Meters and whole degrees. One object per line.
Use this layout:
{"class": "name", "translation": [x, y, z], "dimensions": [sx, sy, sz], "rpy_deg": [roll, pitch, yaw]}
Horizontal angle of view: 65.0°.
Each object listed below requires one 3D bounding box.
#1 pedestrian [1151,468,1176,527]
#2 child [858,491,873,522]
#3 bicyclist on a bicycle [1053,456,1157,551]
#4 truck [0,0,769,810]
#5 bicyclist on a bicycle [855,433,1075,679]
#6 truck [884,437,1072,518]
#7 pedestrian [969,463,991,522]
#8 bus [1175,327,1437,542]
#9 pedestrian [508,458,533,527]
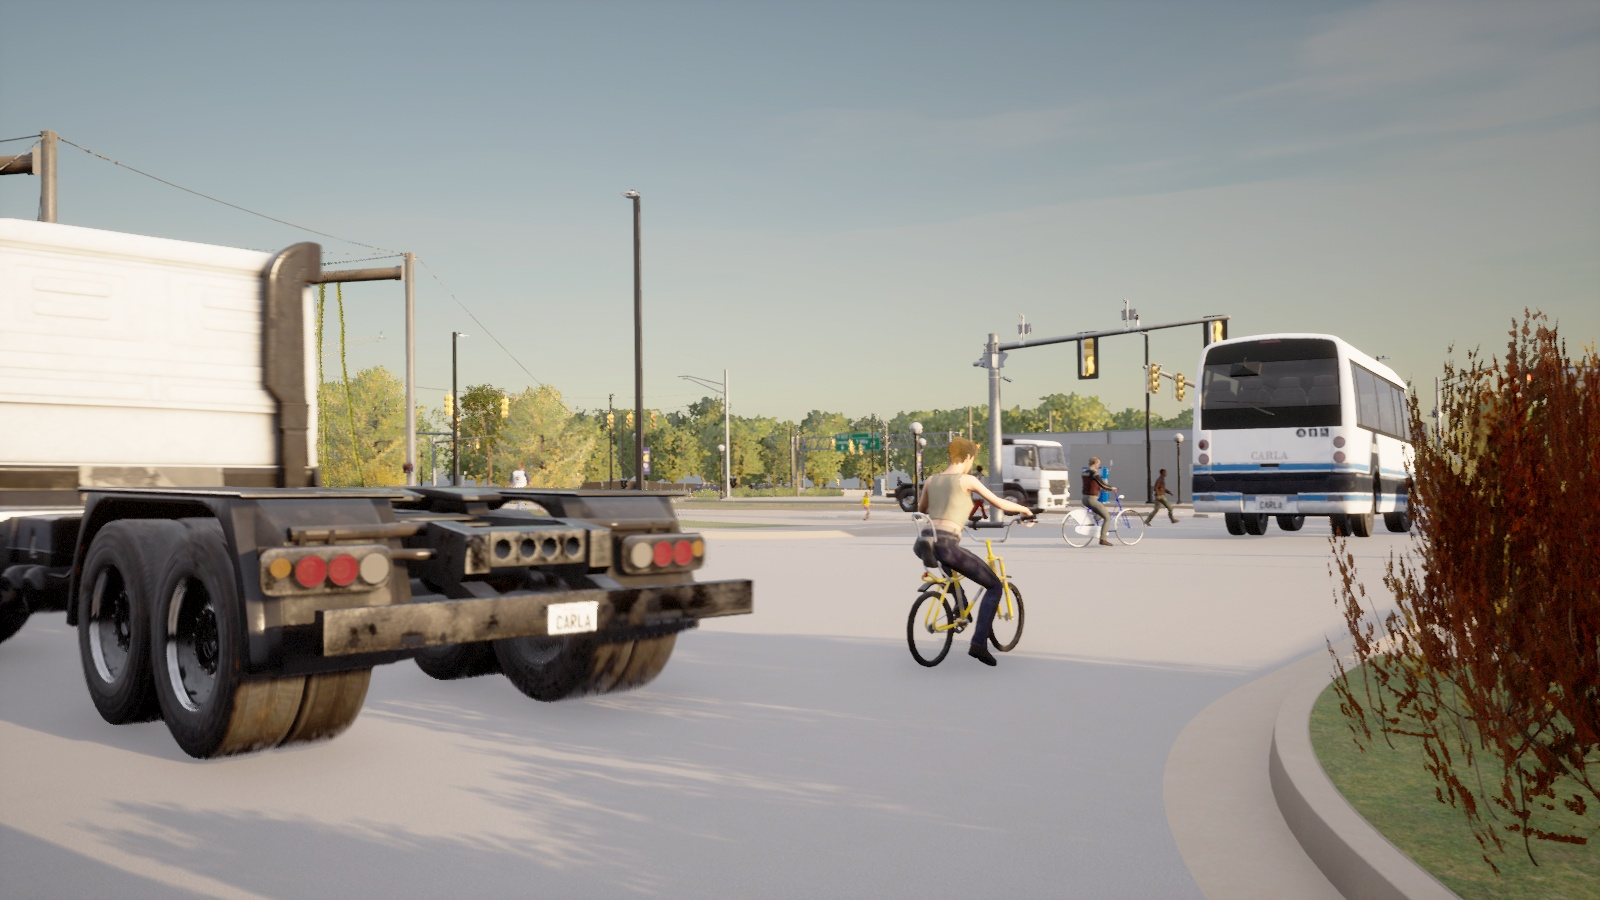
{"class": "pedestrian", "translation": [11.376, 1.478, 39.339], "dimensions": [0.703, 1.840, 0.431], "rpy_deg": [-1, -1, 15]}
{"class": "child", "translation": [2.448, 2.104, 47.128], "dimensions": [0.473, 1.160, 0.299], "rpy_deg": [-1, -1, 32]}
{"class": "bicyclist on a bicycle", "translation": [5.934, 1.022, 24.429], "dimensions": [1.843, 1.776, 0.659], "rpy_deg": [-1, -1, -17]}
{"class": "truck", "translation": [-4.089, -0.162, 9.056], "dimensions": [7.936, 3.462, 2.891], "rpy_deg": [-1, -2, 43]}
{"class": "bicyclist on a bicycle", "translation": [1.221, 0.713, 9.104], "dimensions": [0.866, 1.612, 1.509], "rpy_deg": [-2, -2, 42]}
{"class": "truck", "translation": [8.003, 1.177, 56.948], "dimensions": [7.936, 3.462, 2.891], "rpy_deg": [1, -1, 33]}
{"class": "pedestrian", "translation": [5.705, 1.339, 39.748], "dimensions": [0.614, 1.847, 0.353], "rpy_deg": [0, -1, -39]}
{"class": "bus", "translation": [12.524, -0.077, 30.257], "dimensions": [3.944, 4.253, 10.273], "rpy_deg": [-1, -3, 33]}
{"class": "pedestrian", "translation": [-7.525, 1.135, 33.822], "dimensions": [0.354, 1.836, 0.706], "rpy_deg": [-1, -1, 16]}
